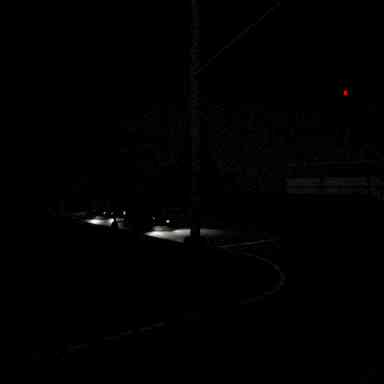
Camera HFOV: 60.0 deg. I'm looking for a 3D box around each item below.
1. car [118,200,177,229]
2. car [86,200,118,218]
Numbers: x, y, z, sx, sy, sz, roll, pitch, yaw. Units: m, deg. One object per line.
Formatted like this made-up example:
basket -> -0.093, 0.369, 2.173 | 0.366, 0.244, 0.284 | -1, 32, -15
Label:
car -> -2.860, 1.505, 21.838 | 1.837, 1.490, 4.892 | 0, 0, -36
car -> -8.386, 1.505, 30.084 | 1.837, 1.490, 4.892 | 0, 0, -26
